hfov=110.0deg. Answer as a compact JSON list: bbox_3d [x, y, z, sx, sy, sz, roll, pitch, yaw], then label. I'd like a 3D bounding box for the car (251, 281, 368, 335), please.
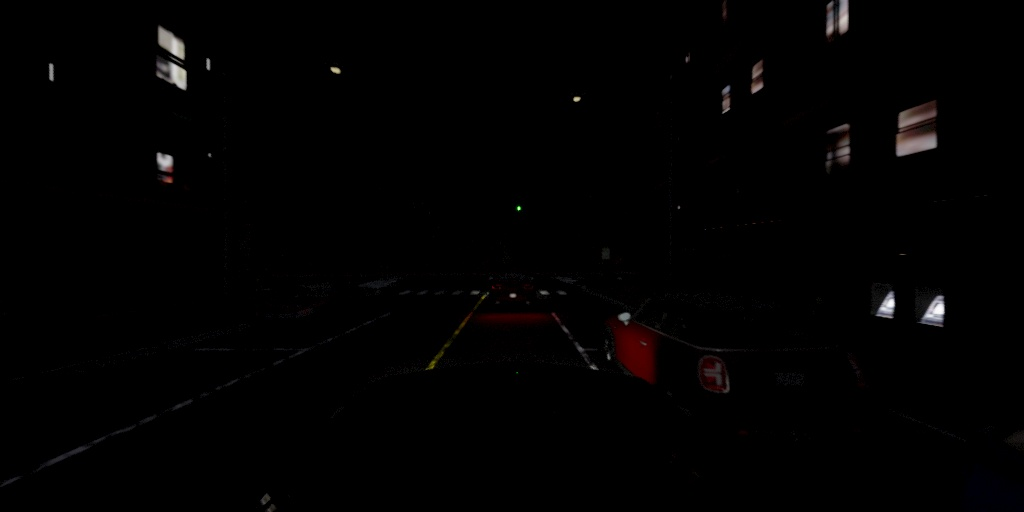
[{"bbox_3d":[-5.787,1.421,10.849,1.802,1.307,4.207,0,0,0],"label":"car"}]

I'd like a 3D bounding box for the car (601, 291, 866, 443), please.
[{"bbox_3d":[2.690,1.226,5.379,1.967,1.591,4.097,0,0,0],"label":"car"}]

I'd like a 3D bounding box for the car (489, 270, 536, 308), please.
[{"bbox_3d":[-0.024,1.367,16.022,1.882,1.535,5.008,0,0,-1],"label":"car"}]
